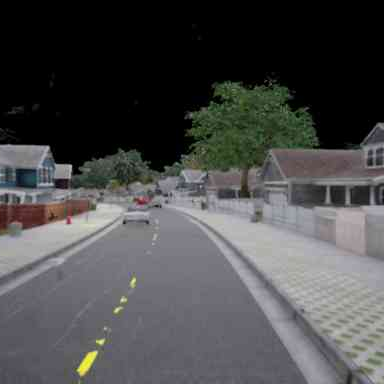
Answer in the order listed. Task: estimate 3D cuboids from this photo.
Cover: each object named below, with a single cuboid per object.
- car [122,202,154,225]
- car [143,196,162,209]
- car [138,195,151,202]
[{"bbox_3d":[-4.022,1.690,24.765,1.895,1.301,4.718,0,0,-6],"label":"car"},{"bbox_3d":[-5.799,1.795,50.862,2.033,1.411,5.357,0,0,-15],"label":"car"},{"bbox_3d":[-8.568,1.573,61.055,2.150,2.045,5.566,0,-1,-17],"label":"car"}]
